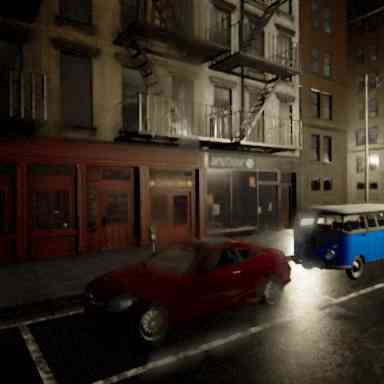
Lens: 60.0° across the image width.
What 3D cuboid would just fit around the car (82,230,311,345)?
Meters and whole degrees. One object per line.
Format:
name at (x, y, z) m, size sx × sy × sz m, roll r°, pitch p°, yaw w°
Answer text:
car at (0.131, 1.546, 6.269) m, size 4.206 × 1.307 × 1.802 m, roll -1°, pitch 0°, yaw -35°

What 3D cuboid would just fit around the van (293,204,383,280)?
van at (4.546, 1.252, 9.384) m, size 3.998 × 1.788 × 1.690 m, roll -1°, pitch 0°, yaw -35°
